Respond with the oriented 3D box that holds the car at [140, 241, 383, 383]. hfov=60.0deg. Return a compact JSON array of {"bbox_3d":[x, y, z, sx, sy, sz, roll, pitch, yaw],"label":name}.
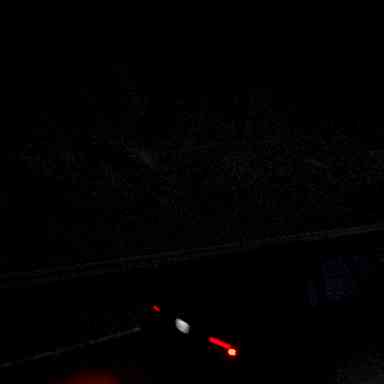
[{"bbox_3d":[1.901,1.519,5.194,5.357,1.411,2.033,0,0,-37],"label":"car"}]
